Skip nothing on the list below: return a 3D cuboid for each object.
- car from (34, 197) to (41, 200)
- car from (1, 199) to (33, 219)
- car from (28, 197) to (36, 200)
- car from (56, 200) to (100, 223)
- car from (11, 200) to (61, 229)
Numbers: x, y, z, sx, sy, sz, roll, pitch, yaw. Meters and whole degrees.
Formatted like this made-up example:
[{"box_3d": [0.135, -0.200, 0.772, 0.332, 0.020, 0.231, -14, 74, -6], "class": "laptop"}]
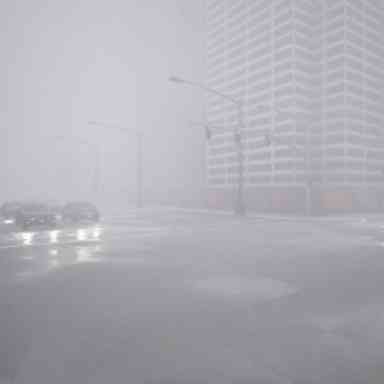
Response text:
[{"box_3d": [-14.319, 1.510, 33.592, 1.812, 1.442, 4.674, 0, 0, -35], "class": "car"}, {"box_3d": [-15.900, 1.539, 29.749, 2.033, 1.411, 5.357, 0, 0, -35], "class": "car"}, {"box_3d": [-20.132, 1.586, 41.853, 1.895, 1.301, 4.718, 0, 0, -35], "class": "car"}, {"box_3d": [-8.614, 1.476, 25.487, 2.128, 1.511, 4.902, 0, 0, -35], "class": "car"}, {"box_3d": [-10.329, 1.497, 21.847, 1.837, 1.490, 4.892, 0, 0, -35], "class": "car"}]
